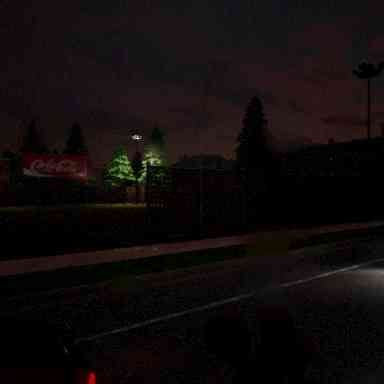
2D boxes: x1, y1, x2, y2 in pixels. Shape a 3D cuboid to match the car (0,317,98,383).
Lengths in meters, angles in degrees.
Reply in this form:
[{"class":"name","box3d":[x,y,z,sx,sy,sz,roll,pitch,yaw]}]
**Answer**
[{"class":"car","box3d":[-2.661,1.564,1.839,4.181,1.385,1.994,0,0,-38]}]
